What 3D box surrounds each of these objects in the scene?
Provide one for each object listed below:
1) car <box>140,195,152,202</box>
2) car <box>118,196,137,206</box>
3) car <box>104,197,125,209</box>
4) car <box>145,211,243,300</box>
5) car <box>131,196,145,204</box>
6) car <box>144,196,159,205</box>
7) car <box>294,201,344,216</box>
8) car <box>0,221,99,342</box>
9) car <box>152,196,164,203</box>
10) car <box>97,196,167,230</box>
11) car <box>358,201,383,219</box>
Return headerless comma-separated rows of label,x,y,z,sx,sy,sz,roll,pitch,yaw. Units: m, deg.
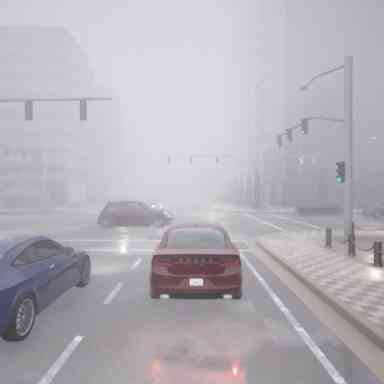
car,-10.371,1.463,75.152,1.882,1.535,5.008,0,0,0
car,-10.494,1.480,54.767,2.128,1.511,4.902,0,0,0
car,-10.520,1.496,45.539,1.837,1.490,4.892,0,0,0
car,0.094,1.476,8.481,1.882,1.535,5.008,0,0,0
car,-10.425,1.551,64.765,1.994,1.385,4.181,0,0,1
car,-6.979,1.480,57.933,2.128,1.511,4.902,0,0,0
car,12.036,1.539,30.908,4.718,1.301,1.895,0,0,1
car,-3.419,1.524,6.352,1.812,1.442,4.674,0,0,0
car,-6.889,1.587,68.224,1.895,1.301,4.718,0,0,0
car,-3.354,1.314,20.312,4.553,1.767,2.097,0,0,0
car,16.327,1.430,27.364,4.902,1.511,2.128,0,0,0
